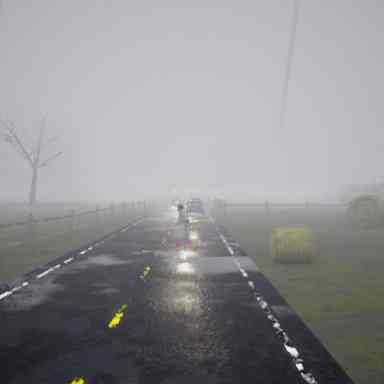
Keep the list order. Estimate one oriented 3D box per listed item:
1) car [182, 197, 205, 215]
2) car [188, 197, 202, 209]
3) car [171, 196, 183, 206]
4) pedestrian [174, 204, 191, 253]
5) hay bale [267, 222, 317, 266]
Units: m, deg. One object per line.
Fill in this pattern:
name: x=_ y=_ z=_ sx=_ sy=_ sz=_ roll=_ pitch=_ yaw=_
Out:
car: x=0.356 y=1.540 z=33.868 sx=2.033 sy=1.411 sz=5.357 roll=0 pitch=0 yaw=1
car: x=0.444 y=1.474 z=47.482 sx=1.882 sy=1.535 sz=5.008 roll=0 pitch=0 yaw=1
car: x=-2.404 y=1.493 z=54.741 sx=2.128 sy=1.511 sz=4.902 roll=0 pitch=0 yaw=1
pedestrian: x=-0.341 y=1.289 z=12.222 sx=0.375 sy=1.860 sz=0.375 roll=-1 pitch=1 yaw=4
hay bale: x=3.223 y=1.651 z=10.851 sx=1.220 sy=1.180 sz=1.240 roll=1 pitch=1 yaw=0
